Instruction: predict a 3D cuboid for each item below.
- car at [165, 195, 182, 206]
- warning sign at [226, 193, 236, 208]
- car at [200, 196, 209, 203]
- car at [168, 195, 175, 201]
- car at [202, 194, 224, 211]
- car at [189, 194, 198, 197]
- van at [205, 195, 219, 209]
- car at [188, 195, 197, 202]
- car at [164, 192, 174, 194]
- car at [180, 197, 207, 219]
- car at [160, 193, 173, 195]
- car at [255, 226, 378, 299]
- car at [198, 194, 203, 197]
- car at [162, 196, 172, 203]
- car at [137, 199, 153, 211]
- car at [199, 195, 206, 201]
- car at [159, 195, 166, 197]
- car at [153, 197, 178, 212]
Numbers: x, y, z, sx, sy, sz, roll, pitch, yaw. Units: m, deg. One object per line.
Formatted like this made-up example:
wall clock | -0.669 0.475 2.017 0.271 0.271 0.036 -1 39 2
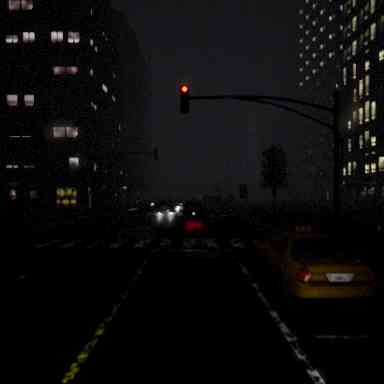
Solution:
car | -3.005 1.626 54.585 1.895 1.301 4.718 0 0 0
warning sign | 5.139 1.129 43.862 1.300 1.860 1.060 0 0 0
car | 2.799 1.600 73.769 1.887 1.381 4.507 0 0 0
car | -5.555 1.610 90.192 1.752 1.417 4.829 0 0 0
car | 2.748 1.326 40.610 2.192 1.841 5.009 0 0 0
car | 0.106 1.540 69.389 2.128 1.511 4.902 0 0 0
van | 2.756 1.357 46.135 1.690 1.788 3.998 0 0 0
car | 0.123 1.504 79.807 2.128 1.511 4.902 0 0 0
car | -5.573 1.505 79.309 1.967 1.590 4.097 0 0 0
car | 0.140 1.515 29.794 1.837 1.490 4.892 0 0 0
car | -5.590 1.486 68.255 1.967 1.590 4.097 0 0 0
car | 2.699 1.524 8.367 1.752 1.417 4.829 0 0 0
car | 2.781 1.352 62.715 2.192 1.841 5.009 0 0 0
car | -5.581 1.637 73.782 1.802 1.307 4.206 0 0 0
car | -5.631 1.561 40.622 2.008 1.369 4.403 0 0 0
car | 2.825 1.611 90.519 1.752 1.417 4.829 0 0 0
car | -5.606 1.580 57.202 2.008 1.369 4.403 0 0 0
car | -3.038 1.574 39.240 1.994 1.385 4.181 0 0 0
